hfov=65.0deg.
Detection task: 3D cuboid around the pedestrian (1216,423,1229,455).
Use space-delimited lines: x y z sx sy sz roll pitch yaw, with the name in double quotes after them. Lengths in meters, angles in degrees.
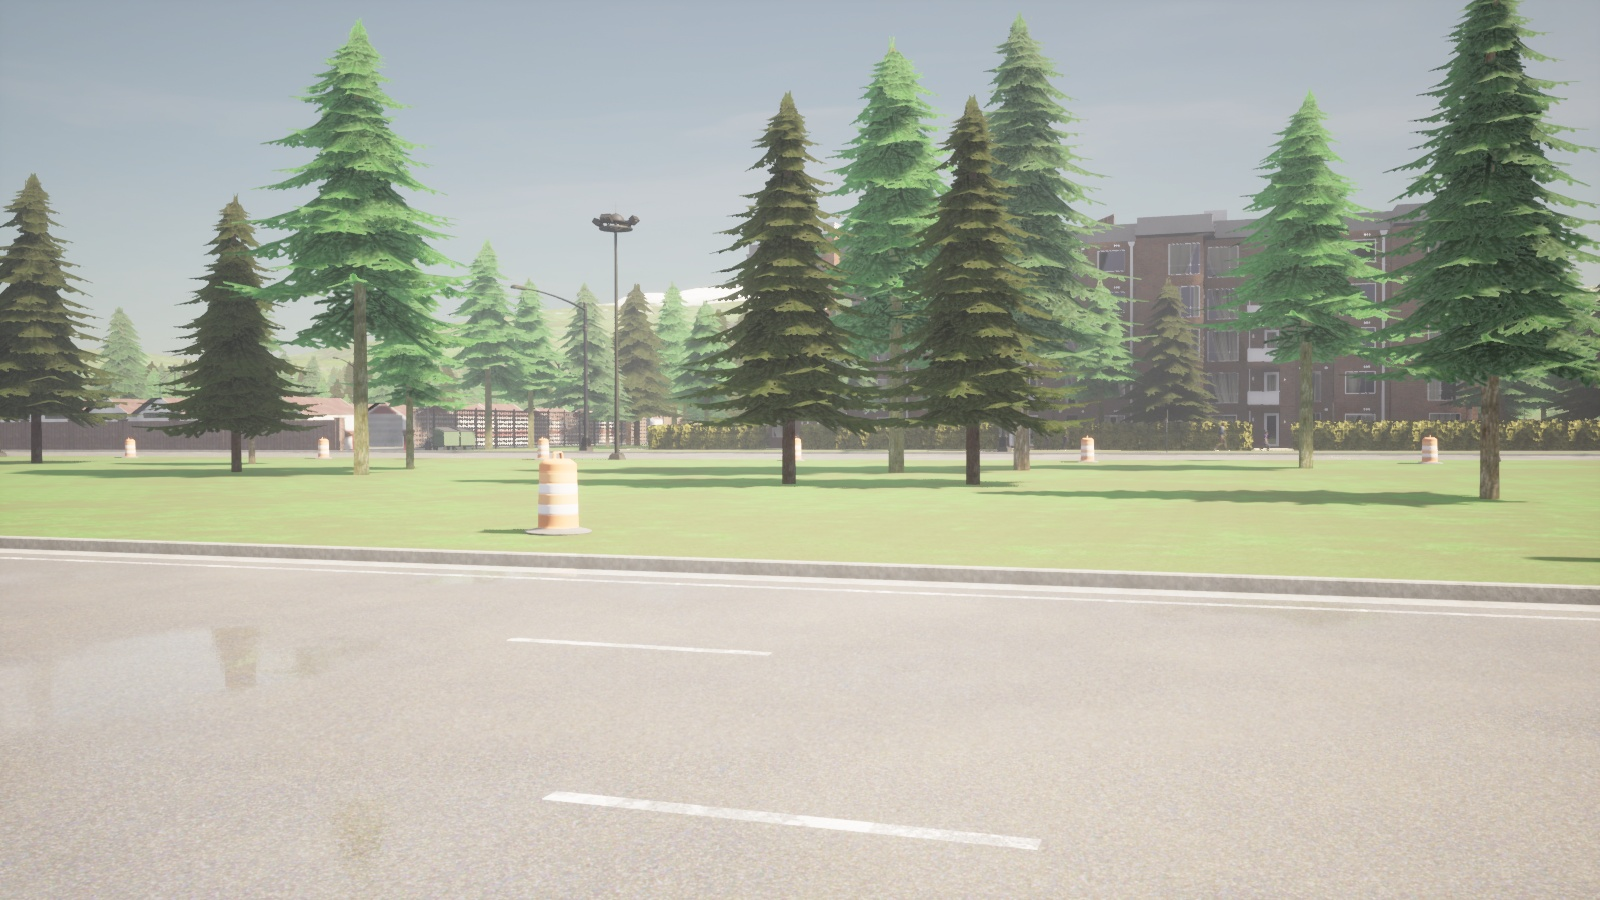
26.312 -0.698 78.180 0.788 1.949 0.423 1 1 19 "pedestrian"
